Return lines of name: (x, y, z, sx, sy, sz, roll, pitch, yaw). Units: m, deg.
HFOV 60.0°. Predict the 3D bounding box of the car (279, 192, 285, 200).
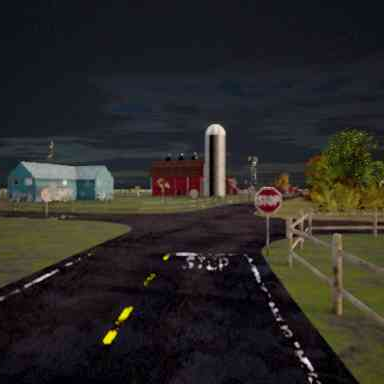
car: (20.845, 0.868, 78.933, 2.097, 1.767, 4.553, 0, 0, 22)
